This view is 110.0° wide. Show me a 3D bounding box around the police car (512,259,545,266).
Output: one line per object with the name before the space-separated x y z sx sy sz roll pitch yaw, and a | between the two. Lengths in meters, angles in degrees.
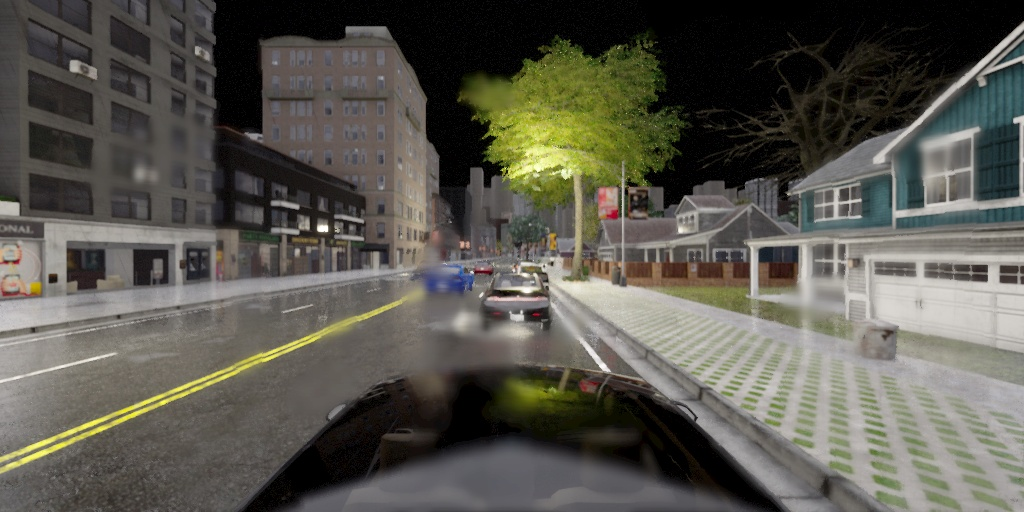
police car | 1.057 1.148 21.072 1.930 1.638 5.238 0 0 0

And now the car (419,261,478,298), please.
car | -3.079 1.205 18.417 1.882 1.535 5.008 0 0 0

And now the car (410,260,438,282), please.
car | -6.486 1.256 28.441 2.033 1.411 5.357 0 0 0

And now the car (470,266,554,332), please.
car | 0.137 1.231 10.824 2.128 1.511 4.902 0 0 0

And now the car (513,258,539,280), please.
car | 1.099 1.056 30.933 2.097 1.767 4.553 0 0 0

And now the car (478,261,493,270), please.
car | -2.992 1.254 38.119 1.994 1.385 4.181 0 0 0
